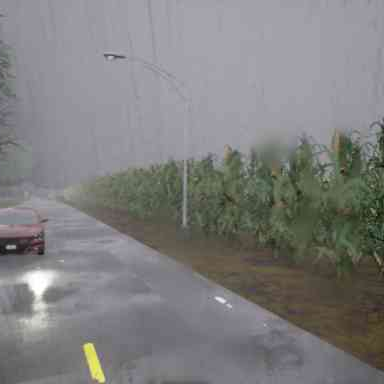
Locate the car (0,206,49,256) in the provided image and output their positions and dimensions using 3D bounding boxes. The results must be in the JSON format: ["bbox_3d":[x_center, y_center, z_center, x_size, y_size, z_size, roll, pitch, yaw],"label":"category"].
[{"bbox_3d":[-6.389,1.317,12.128,1.882,1.535,5.008,1,1,-25],"label":"car"}]
